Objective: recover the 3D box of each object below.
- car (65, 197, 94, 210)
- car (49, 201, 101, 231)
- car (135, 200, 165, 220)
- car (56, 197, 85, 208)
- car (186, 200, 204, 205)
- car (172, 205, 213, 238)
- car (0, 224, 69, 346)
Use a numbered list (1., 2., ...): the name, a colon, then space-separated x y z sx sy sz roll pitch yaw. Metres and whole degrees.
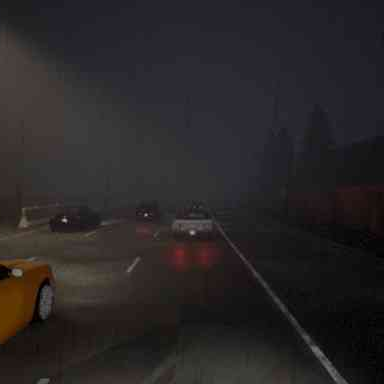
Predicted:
1. car: -13.651 1.401 40.586 1.812 1.442 4.674 0 0 2
2. car: -6.948 1.502 20.193 1.994 1.385 4.181 0 0 0
3. car: -3.349 1.422 26.959 1.837 1.490 4.892 0 0 1
4. car: -17.054 1.403 46.978 2.033 1.411 5.357 0 0 2
5. car: 0.316 1.494 34.680 1.895 1.301 4.718 0 0 1
6. car: 0.030 1.547 17.229 1.895 1.301 4.718 0 0 0
7. car: -3.407 1.465 4.048 1.882 1.535 5.008 0 0 0
